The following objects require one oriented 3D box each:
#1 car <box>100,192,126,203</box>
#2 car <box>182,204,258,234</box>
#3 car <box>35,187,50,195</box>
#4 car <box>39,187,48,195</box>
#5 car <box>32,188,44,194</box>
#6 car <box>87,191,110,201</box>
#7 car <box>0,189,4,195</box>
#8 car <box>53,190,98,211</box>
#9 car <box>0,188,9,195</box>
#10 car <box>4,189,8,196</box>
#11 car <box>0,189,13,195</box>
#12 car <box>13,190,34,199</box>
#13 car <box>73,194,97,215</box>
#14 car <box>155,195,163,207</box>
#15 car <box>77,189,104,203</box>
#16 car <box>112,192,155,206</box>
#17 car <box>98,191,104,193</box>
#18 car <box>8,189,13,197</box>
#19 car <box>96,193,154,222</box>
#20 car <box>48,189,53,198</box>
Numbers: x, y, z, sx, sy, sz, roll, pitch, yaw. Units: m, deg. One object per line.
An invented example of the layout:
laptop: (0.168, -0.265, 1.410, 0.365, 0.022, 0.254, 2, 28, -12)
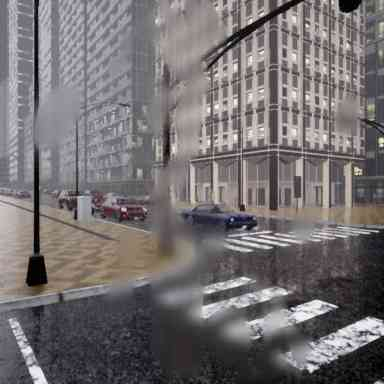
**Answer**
car: (-10.880, 0.707, 45.447, 1.752, 1.417, 4.829, 1, 0, -36)
car: (1.383, 1.358, 18.056, 1.895, 1.301, 4.718, 0, 1, -32)
car: (-36.726, -0.357, 81.593, 2.192, 1.841, 5.009, 1, 0, -36)
car: (-33.488, -0.020, 77.058, 1.887, 1.381, 4.507, 1, 0, -36)
car: (-39.976, -0.213, 86.130, 1.947, 1.339, 4.313, 1, 0, -36)
car: (-14.026, 0.643, 49.845, 1.947, 1.339, 4.313, 1, 0, -36)
car: (-37.015, 0.107, 67.583, 2.008, 1.369, 4.403, 1, 0, -36)
car: (-11.068, 0.729, 31.311, 2.192, 1.841, 5.009, 1, 0, -36)
car: (-43.500, -0.113, 76.651, 1.887, 1.381, 4.507, 1, 0, -36)
car: (-33.772, 0.208, 63.049, 1.887, 1.381, 4.507, 1, 0, -36)
car: (-40.258, 0.015, 72.117, 1.947, 1.339, 4.313, 1, 0, -36)
car: (-27.287, 0.422, 53.981, 1.887, 1.381, 4.507, 1, 0, -36)
car: (-7.833, 1.103, 26.778, 1.802, 1.307, 4.206, 1, 0, -36)
car: (-4.295, 0.982, 36.237, 1.802, 1.307, 4.206, 1, 0, -36)
car: (-13.811, 0.511, 45.069, 2.097, 1.767, 4.553, 0, 1, -36)
car: (-5.415, 1.020, 27.827, 2.128, 1.511, 4.902, 0, 1, -36)
car: (-11.890, 0.861, 36.882, 2.033, 1.411, 5.357, 0, 1, -36)
car: (-30.529, 0.321, 58.515, 2.008, 1.369, 4.403, 1, 0, -36)
car: (-4.586, 1.068, 22.243, 1.967, 1.590, 4.097, 1, 0, -36)
car: (-23.107, 0.329, 58.067, 1.882, 1.535, 5.008, 0, 1, -36)
